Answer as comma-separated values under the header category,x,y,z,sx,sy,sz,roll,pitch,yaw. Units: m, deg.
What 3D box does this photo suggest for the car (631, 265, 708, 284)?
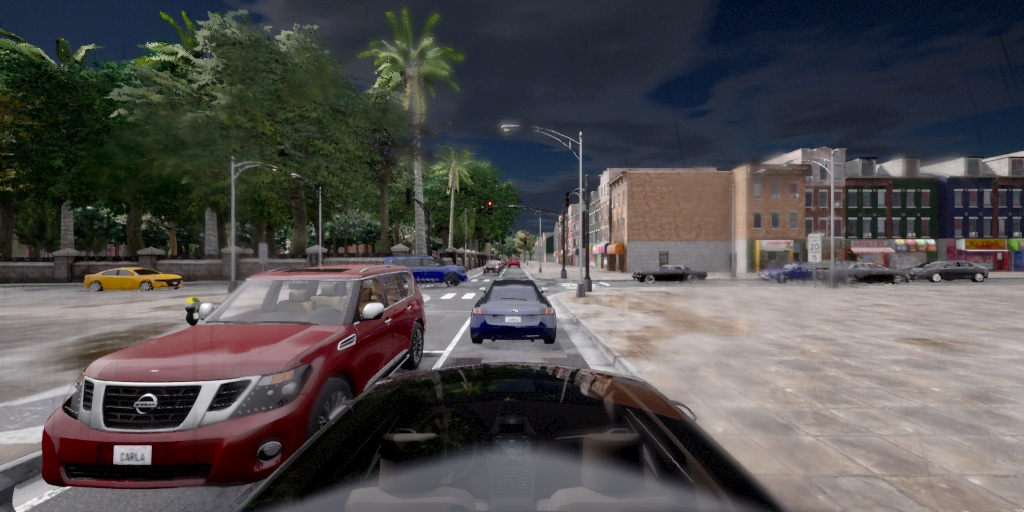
category,x,y,z,sx,sy,sz,roll,pitch,yaw
car,10.982,1.279,25.309,4.718,1.301,1.895,0,0,1

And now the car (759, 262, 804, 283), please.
category,x,y,z,sx,sy,sz,roll,pitch,yaw
car,20.028,1.145,25.256,4.674,1.442,1.812,0,0,0

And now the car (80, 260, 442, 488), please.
category,x,y,z,sx,sy,sz,roll,pitch,yaw
car,-2.622,1.065,5.006,2.192,1.841,5.009,0,0,0

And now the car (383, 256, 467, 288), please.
category,x,y,z,sx,sy,sz,roll,pitch,yaw
car,-5.755,1.038,23.374,5.566,2.045,2.150,-1,1,-14

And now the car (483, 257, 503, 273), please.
category,x,y,z,sx,sy,sz,roll,pitch,yaw
car,-2.401,1.268,43.152,1.967,1.591,4.097,0,0,0

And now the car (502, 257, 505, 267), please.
category,x,y,z,sx,sy,sz,roll,pitch,yaw
car,-2.367,1.291,48.840,1.967,1.591,4.097,0,0,0

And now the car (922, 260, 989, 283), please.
category,x,y,z,sx,sy,sz,roll,pitch,yaw
car,30.270,1.071,25.206,4.892,1.490,1.837,0,0,0

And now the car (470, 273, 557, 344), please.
category,x,y,z,sx,sy,sz,roll,pitch,yaw
car,0.042,1.316,9.622,1.994,1.385,4.181,0,0,0

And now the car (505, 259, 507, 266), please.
category,x,y,z,sx,sy,sz,roll,pitch,yaw
car,-2.302,1.485,60.217,1.802,1.307,4.207,0,0,0

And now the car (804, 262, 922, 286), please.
category,x,y,z,sx,sy,sz,roll,pitch,yaw
car,21.671,1.105,22.298,4.902,1.511,2.128,0,0,0
